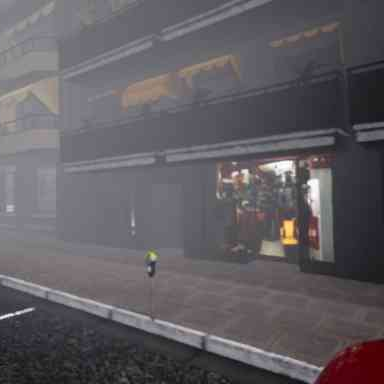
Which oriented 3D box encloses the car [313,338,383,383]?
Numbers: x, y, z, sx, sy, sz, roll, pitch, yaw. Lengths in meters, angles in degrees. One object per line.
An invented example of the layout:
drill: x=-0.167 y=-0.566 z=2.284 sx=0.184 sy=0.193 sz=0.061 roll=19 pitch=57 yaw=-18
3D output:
car: x=2.752 y=1.305 z=0.745 sx=5.009 sy=1.841 sz=2.192 roll=0 pitch=-1 yaw=36
